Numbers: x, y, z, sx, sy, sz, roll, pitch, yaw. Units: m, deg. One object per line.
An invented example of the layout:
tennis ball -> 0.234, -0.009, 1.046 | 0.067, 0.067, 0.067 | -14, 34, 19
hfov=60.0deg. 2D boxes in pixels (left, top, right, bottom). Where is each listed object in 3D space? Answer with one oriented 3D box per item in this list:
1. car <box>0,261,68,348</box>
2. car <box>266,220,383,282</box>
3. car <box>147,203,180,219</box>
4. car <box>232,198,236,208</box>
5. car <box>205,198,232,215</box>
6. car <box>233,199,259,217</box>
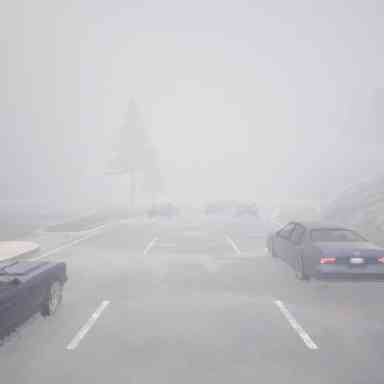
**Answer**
car -> -3.398, 1.600, 4.532 | 1.895, 1.301, 4.718 | 0, 0, 0
car -> 3.602, 1.548, 9.774 | 2.033, 1.411, 5.357 | 0, 0, 0
car -> -2.363, 1.601, 29.303 | 1.895, 1.301, 4.718 | 0, 0, 10
car -> 5.326, 1.526, 44.214 | 1.812, 1.442, 4.674 | 0, 0, 16
car -> 2.564, 1.526, 34.253 | 1.812, 1.442, 4.674 | 0, 0, 15
car -> 5.243, 1.601, 30.937 | 1.895, 1.301, 4.718 | 0, 0, 14
